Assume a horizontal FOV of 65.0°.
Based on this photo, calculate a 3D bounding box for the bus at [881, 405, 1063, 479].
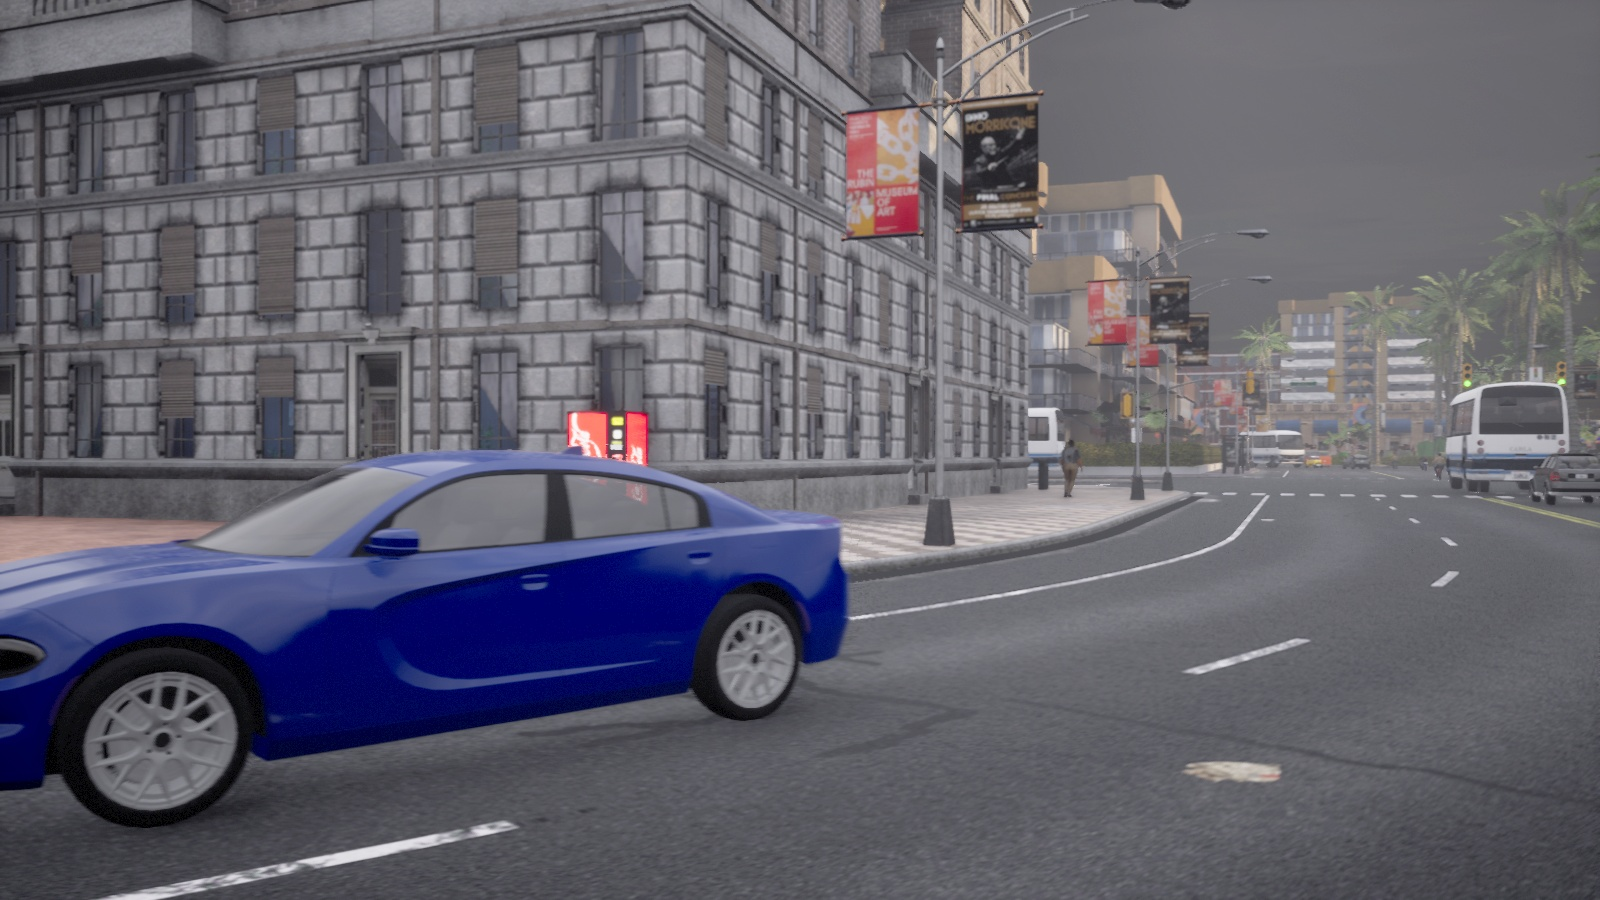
[{"bbox_3d":[10.418,-0.423,76.071,10.273,4.253,3.944,0,0,21],"label":"bus"}]

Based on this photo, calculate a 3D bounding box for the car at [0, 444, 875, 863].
[{"bbox_3d":[-2.045,0.749,6.654,5.008,1.535,1.882,0,0,-42],"label":"car"}]

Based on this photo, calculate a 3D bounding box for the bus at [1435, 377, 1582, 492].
[{"bbox_3d":[29.047,-0.545,52.041,3.944,4.253,10.273,0,0,22],"label":"bus"}]

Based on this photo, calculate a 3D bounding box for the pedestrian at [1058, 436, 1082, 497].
[{"bbox_3d":[8.266,0.499,38.383,0.540,1.848,0.694,0,0,29],"label":"pedestrian"}]

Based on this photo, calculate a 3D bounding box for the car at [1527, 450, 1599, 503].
[{"bbox_3d":[23.622,0.782,38.510,1.789,1.549,3.705,0,0,22],"label":"car"}]
